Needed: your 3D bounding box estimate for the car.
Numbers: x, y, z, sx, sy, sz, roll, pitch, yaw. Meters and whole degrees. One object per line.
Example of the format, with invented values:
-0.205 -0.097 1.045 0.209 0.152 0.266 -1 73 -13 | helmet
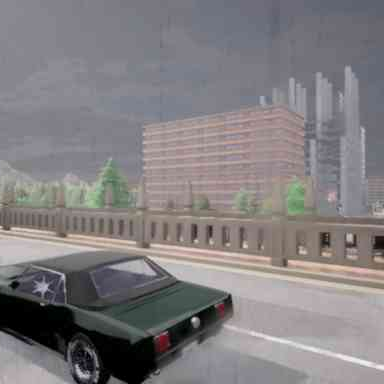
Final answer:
-1.826 1.630 5.316 4.718 1.301 1.895 0 0 36 | car
